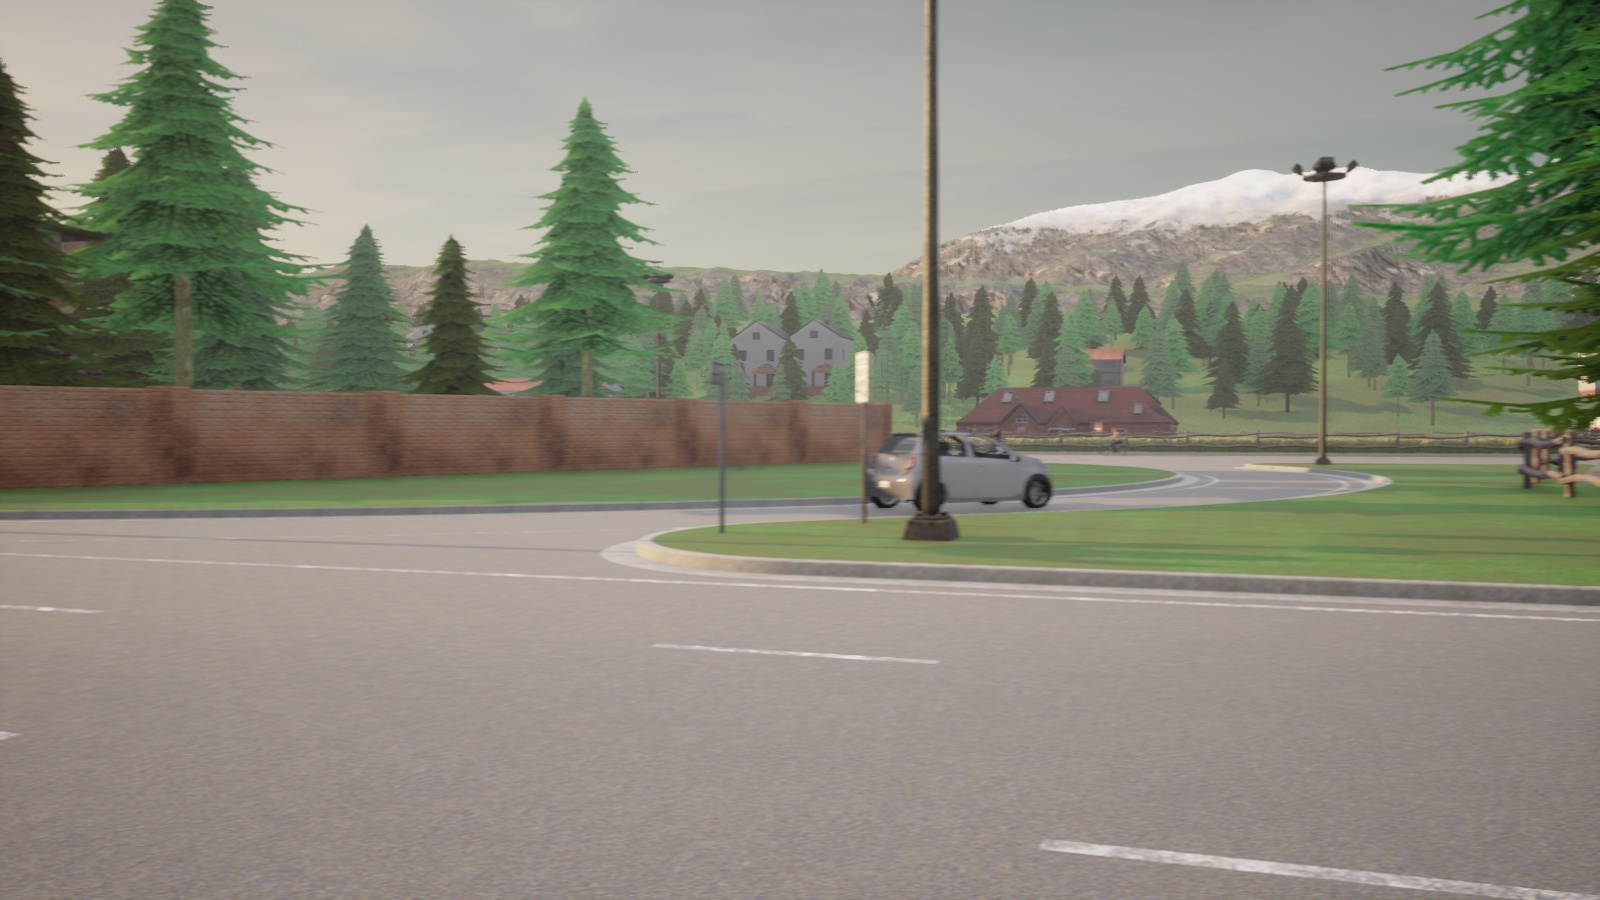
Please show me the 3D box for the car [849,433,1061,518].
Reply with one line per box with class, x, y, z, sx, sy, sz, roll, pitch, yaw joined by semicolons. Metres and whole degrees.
car;2.994;0.445;24.205;3.633;1.501;1.845;0;1;-29
